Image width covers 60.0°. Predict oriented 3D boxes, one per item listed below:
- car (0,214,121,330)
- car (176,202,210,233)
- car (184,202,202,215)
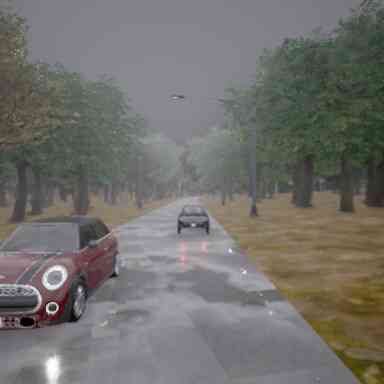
[{"bbox_3d":[-3.002,1.383,7.250,2.097,1.767,4.553,0,0,0],"label":"car"},{"bbox_3d":[0.082,1.578,20.305,2.128,1.511,4.902,0,0,0],"label":"car"},{"bbox_3d":[0.070,1.774,37.086,1.895,1.301,4.718,0,0,0],"label":"car"}]
